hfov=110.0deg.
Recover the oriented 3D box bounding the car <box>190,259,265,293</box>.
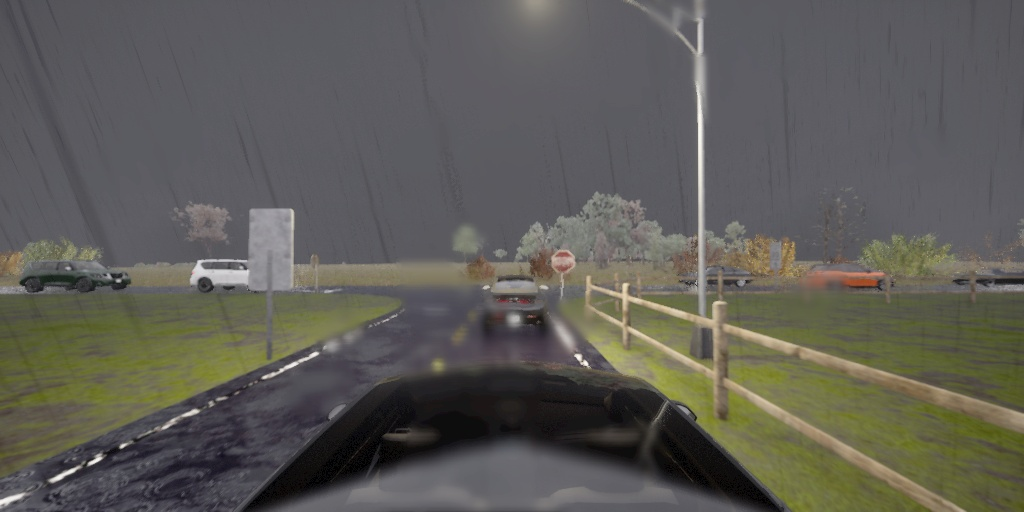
[{"bbox_3d":[-17.444,1.242,23.162,5.566,2.045,2.150,0,-1,0],"label":"car"}]

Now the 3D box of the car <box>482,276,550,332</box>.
[{"bbox_3d":[0.131,1.356,11.355,1.837,1.490,4.892,0,-1,1],"label":"car"}]

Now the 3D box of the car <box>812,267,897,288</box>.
[{"bbox_3d":[24.504,1.505,25.769,4.181,1.385,1.994,0,-1,1],"label":"car"}]

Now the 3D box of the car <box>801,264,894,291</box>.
[{"bbox_3d":[21.306,1.270,22.849,4.553,1.767,2.097,0,-1,0],"label":"car"}]

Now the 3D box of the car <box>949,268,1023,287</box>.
[{"bbox_3d":[34.579,1.528,25.681,4.718,1.301,1.895,0,-1,0],"label":"car"}]

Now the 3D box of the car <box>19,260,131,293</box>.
[{"bbox_3d":[-28.216,1.275,23.262,5.566,2.045,2.150,0,-1,1],"label":"car"}]

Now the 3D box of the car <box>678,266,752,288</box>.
[{"bbox_3d":[14.560,1.468,25.854,4.892,1.490,1.837,0,-1,0],"label":"car"}]
